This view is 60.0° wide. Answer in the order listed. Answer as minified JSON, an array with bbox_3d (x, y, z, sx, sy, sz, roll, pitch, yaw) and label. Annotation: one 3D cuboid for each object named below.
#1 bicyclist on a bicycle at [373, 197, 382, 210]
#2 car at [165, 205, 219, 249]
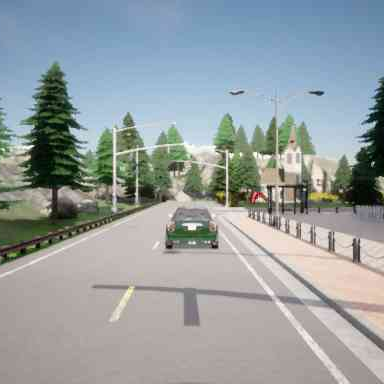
[{"bbox_3d":[18.355,1.284,32.912,0.582,1.620,1.656,0,0,0],"label":"bicyclist on a bicycle"},{"bbox_3d":[0.000,1.365,14.620,2.097,1.767,4.553,0,0,0],"label":"car"}]
